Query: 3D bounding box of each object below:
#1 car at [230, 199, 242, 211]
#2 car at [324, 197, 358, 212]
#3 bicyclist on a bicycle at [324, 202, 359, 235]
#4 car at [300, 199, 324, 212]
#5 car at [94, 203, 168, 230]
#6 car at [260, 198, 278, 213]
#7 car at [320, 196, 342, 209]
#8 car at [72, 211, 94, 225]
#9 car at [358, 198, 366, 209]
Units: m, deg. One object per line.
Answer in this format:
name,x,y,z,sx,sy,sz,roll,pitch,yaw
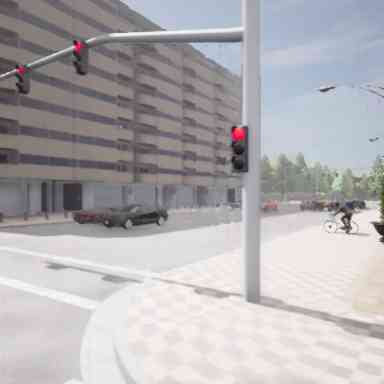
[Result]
car,6.564,1.665,42.208,1.812,1.442,4.674,0,0,36
car,17.907,1.484,39.844,2.097,1.767,4.553,0,0,38
bicyclist on a bicycle,7.497,1.325,16.763,1.656,1.620,0.582,-1,-1,35
car,15.141,1.632,41.987,2.128,1.511,4.902,0,0,36
car,-3.625,1.522,21.717,1.882,1.535,5.008,0,0,35
car,8.288,1.476,38.598,2.097,1.767,4.553,0,0,36
car,21.103,1.532,50.478,2.097,1.767,4.553,0,0,36
car,-6.207,1.655,24.141,1.895,1.301,4.718,0,0,35
car,23.926,1.678,48.411,1.837,1.490,4.892,0,0,36
